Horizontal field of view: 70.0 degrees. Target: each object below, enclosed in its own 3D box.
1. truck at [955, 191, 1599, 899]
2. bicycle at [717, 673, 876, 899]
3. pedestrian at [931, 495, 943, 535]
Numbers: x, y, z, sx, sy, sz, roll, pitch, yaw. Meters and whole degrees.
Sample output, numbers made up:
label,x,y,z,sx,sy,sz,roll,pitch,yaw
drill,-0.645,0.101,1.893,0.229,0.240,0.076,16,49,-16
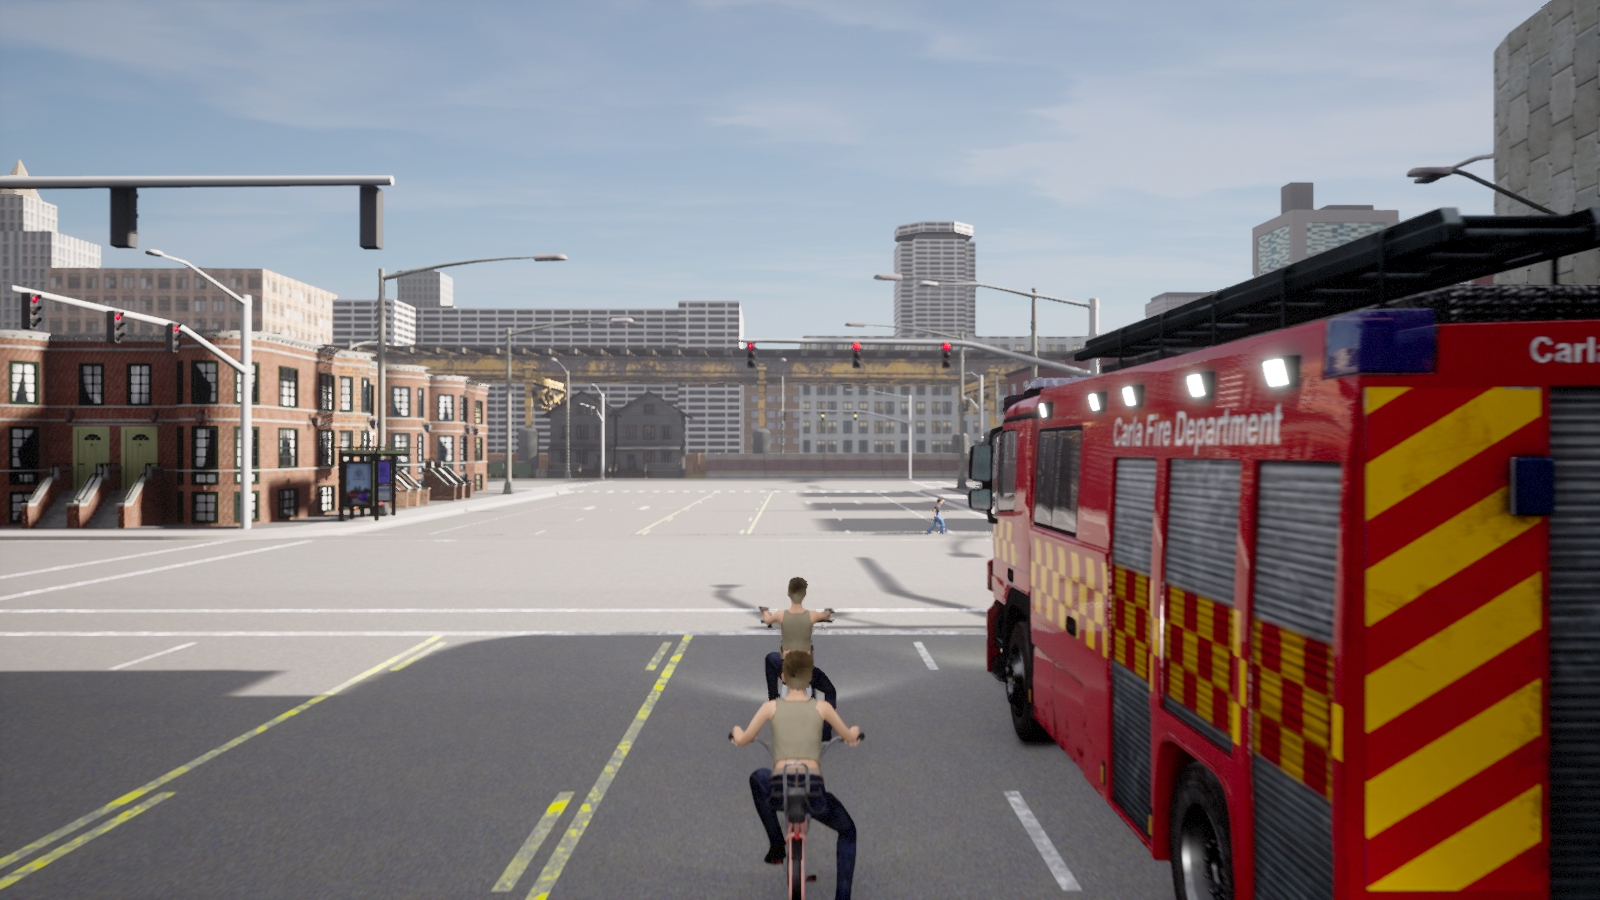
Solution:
label,x,y,z,sx,sy,sz,roll,pitch,yaw
truck,3.224,0.893,8.750,2.891,3.827,8.468,0,0,0
bicycle,-0.020,2.148,6.918,0.859,1.301,1.487,0,0,0
pedestrian,4.528,2.141,37.775,0.375,1.300,0.375,0,0,5
